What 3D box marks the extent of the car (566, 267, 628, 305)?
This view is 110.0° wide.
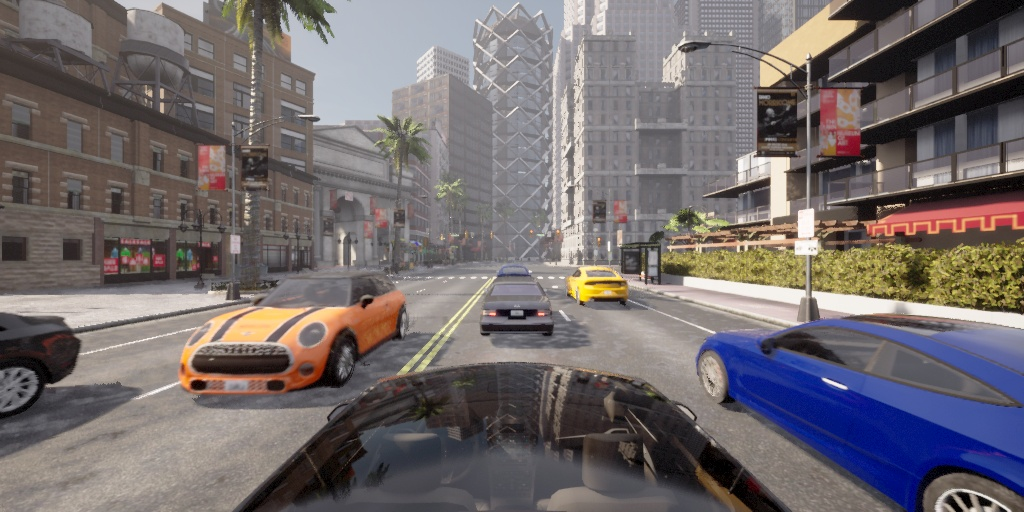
[{"bbox_3d":[3.613,1.227,15.983,1.882,1.535,5.008,0,0,0],"label":"car"}]

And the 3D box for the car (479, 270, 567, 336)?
[{"bbox_3d":[0.108,1.297,10.386,2.033,1.411,5.357,0,0,0],"label":"car"}]

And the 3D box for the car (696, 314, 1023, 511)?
[{"bbox_3d":[3.641,1.276,3.362,1.812,1.442,4.674,0,0,-1],"label":"car"}]

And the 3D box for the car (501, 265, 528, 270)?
[{"bbox_3d":[0.116,1.228,20.173,1.882,1.535,5.008,0,0,0],"label":"car"}]

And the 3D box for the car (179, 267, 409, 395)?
[{"bbox_3d":[-3.591,1.102,6.922,2.097,1.767,4.553,0,0,0],"label":"car"}]

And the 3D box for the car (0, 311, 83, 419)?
[{"bbox_3d":[-7.098,1.254,3.034,1.837,1.490,4.892,0,0,0],"label":"car"}]
